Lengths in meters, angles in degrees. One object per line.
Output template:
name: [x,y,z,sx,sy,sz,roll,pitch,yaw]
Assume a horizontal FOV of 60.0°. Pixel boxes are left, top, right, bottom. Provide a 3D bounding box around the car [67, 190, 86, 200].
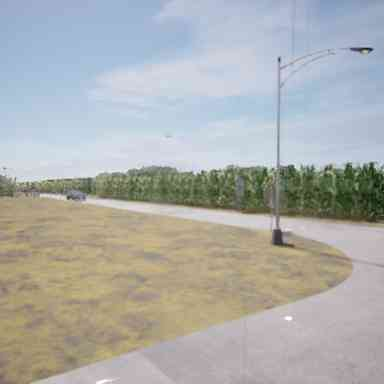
car: [-17.671,0.471,50.707,2.128,1.511,4.902,0,1,-35]
